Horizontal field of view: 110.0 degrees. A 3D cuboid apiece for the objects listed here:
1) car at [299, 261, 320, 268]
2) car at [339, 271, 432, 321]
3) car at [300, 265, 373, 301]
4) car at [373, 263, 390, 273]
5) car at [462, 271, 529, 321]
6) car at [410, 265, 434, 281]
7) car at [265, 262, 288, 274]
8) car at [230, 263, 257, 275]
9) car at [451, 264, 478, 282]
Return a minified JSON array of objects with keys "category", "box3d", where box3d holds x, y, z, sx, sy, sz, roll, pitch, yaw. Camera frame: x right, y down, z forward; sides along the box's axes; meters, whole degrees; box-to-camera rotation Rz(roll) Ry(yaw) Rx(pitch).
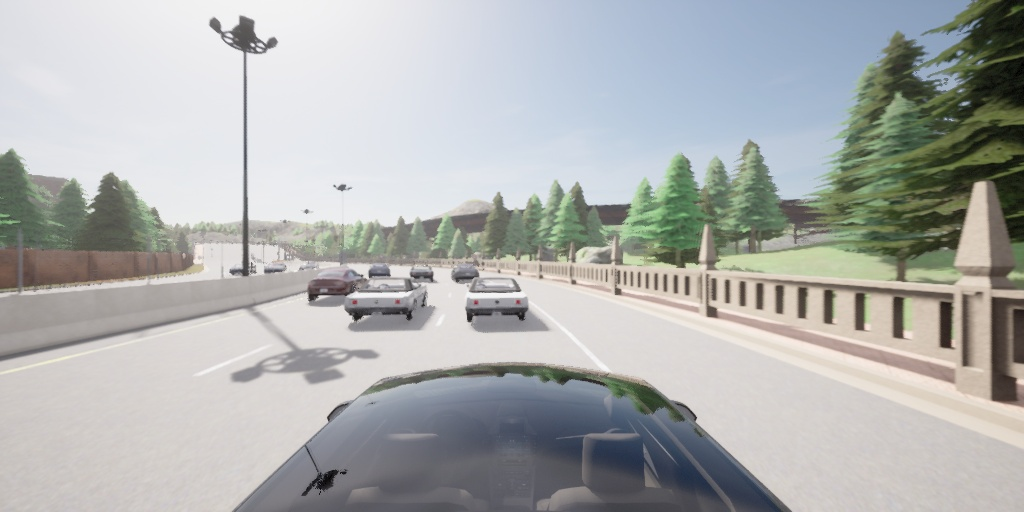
[{"category":"car","box3d":[-23.338,1.376,41.525,2.128,1.511,4.902,0,0,-25]},{"category":"car","box3d":[-4.180,1.379,12.710,1.895,1.301,4.718,0,0,-6]},{"category":"car","box3d":[-8.461,1.326,17.709,1.812,1.442,4.674,0,0,-9]},{"category":"car","box3d":[-12.954,1.401,35.034,1.994,1.385,4.181,0,0,-19]},{"category":"car","box3d":[-0.651,1.365,12.529,1.895,1.301,4.718,0,0,-6]},{"category":"car","box3d":[-7.677,1.412,30.226,1.895,1.301,4.718,0,0,-16]},{"category":"car","box3d":[-27.069,1.448,41.328,2.033,1.411,5.357,0,0,-26]},{"category":"car","box3d":[-31.172,1.464,41.790,2.033,1.411,5.357,0,0,-27]},{"category":"car","box3d":[-3.892,1.359,29.468,1.994,1.385,4.181,0,0,-14]}]
